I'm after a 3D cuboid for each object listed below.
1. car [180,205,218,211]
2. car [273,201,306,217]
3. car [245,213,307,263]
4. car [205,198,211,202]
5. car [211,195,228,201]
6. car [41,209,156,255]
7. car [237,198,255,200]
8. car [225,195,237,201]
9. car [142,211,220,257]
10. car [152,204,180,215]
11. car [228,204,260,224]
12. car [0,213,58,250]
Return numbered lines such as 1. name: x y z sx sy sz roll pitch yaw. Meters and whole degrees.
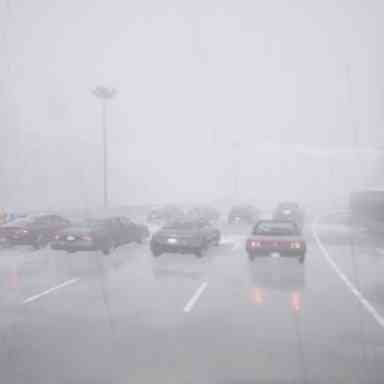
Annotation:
1. car: 0.950 1.792 27.868 1.994 1.385 4.181 -1 0 22
2. car: 7.389 1.494 25.139 2.097 1.767 4.553 -1 -1 21
3. car: 3.177 1.677 12.455 1.895 1.301 4.718 -1 0 16
4. car: 5.169 2.140 82.281 1.837 1.490 4.892 -1 -1 39
5. car: 7.717 1.824 79.882 2.150 2.045 5.566 -1 -1 39
6. car: -3.607 1.702 14.195 2.033 1.411 5.357 -1 0 15
7. car: 12.879 2.041 75.147 2.128 1.511 4.902 -1 -1 39
8. car: 10.309 2.110 77.525 1.994 1.385 4.181 -1 -1 39
9. car: -0.136 1.681 13.576 1.994 1.385 4.181 -1 0 16
10. car: -2.287 1.795 29.201 1.812 1.442 4.674 -1 0 22
11. car: 4.214 1.694 26.611 1.837 1.490 4.892 -1 0 22
12. car: -6.860 1.722 15.513 1.812 1.442 4.674 -1 0 16
